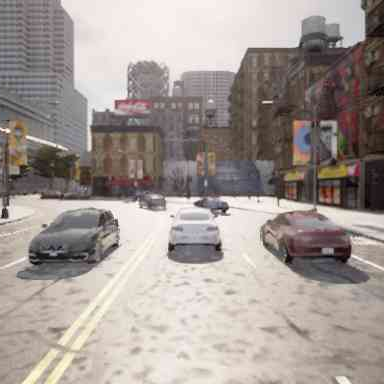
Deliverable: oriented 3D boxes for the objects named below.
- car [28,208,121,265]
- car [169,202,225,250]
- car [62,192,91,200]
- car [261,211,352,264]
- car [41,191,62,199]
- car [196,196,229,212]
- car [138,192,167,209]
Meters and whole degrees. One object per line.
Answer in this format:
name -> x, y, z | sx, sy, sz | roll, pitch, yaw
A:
car -> -3.648, 1.340, 11.120 | 1.837, 1.490, 4.892 | 0, 1, -1
car -> 0.084, 1.331, 13.131 | 1.812, 1.442, 4.674 | 0, 1, 0
car -> -20.451, 0.722, 59.461 | 4.718, 1.301, 1.895 | 0, 1, 30
car -> 3.587, 1.361, 11.088 | 1.812, 1.442, 4.674 | 0, 1, 0
car -> -25.754, 0.616, 61.631 | 4.674, 1.452, 2.002 | 0, 1, 20
car -> 1.607, 1.106, 29.997 | 2.033, 1.411, 5.357 | 0, 1, -17
car -> -4.213, 0.978, 34.895 | 2.128, 1.511, 4.902 | 0, 1, -26
